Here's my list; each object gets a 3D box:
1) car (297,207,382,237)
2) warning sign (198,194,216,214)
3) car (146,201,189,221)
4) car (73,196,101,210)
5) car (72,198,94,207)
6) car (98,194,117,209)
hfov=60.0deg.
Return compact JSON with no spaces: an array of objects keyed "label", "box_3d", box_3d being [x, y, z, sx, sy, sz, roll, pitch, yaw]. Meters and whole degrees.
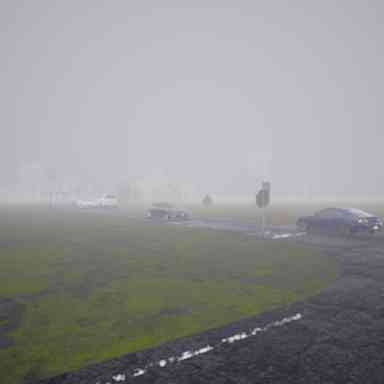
[{"label":"car","box_3d":[7.848,1.529,18.124,1.812,1.442,4.674,1,0,-26]},{"label":"warning sign","box_3d":[1.458,1.156,31.738,1.300,1.860,1.060,0,0,-35]},{"label":"car","box_3d":[-2.134,1.551,27.620,1.837,1.490,4.892,0,0,-35]},{"label":"car","box_3d":[-14.471,1.636,45.377,1.812,1.442,4.674,0,0,-34]},{"label":"car","box_3d":[-18.481,1.692,56.026,2.033,1.411,5.357,0,0,-35]},{"label":"car","box_3d":[-12.536,1.329,47.581,2.150,2.045,5.566,0,0,-34]}]
